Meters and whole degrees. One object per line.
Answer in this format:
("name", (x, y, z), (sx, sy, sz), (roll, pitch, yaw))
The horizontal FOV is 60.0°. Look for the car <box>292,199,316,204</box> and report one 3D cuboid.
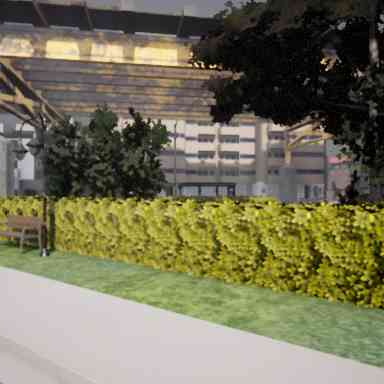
("car", (11.383, 1.501, 34.454), (4.892, 1.490, 1.837), (1, 0, -9))
